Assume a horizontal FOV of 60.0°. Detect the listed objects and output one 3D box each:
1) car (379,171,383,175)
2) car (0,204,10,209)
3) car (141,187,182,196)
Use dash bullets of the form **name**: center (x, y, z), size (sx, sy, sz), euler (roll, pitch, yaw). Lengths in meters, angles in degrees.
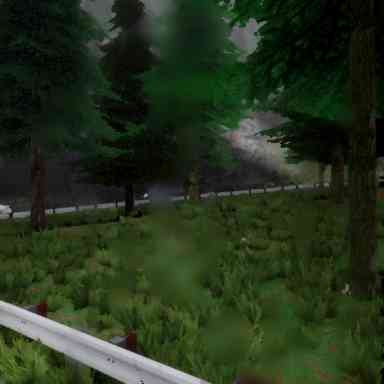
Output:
- **car**: center (20.126, -1.435, 35.199), size (4.902, 1.511, 2.128), euler (-5, -2, 24)
- **car**: center (-17.035, 1.644, 26.471), size (4.674, 1.442, 1.812), euler (-6, 3, -42)
- **car**: center (-3.249, 0.214, 35.113), size (4.553, 1.767, 2.097), euler (-4, 2, -21)
